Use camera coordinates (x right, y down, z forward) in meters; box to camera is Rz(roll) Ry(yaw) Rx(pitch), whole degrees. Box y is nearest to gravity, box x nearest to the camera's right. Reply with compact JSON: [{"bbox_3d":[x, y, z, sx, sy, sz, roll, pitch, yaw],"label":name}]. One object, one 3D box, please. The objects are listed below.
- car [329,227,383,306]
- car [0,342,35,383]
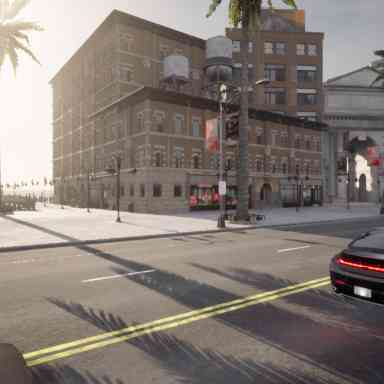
[{"bbox_3d":[4.966,1.505,7.252,4.892,1.490,1.837,0,0,-36],"label":"car"},{"bbox_3d":[-3.440,1.547,1.282,5.357,1.411,2.033,0,0,-36],"label":"car"}]
